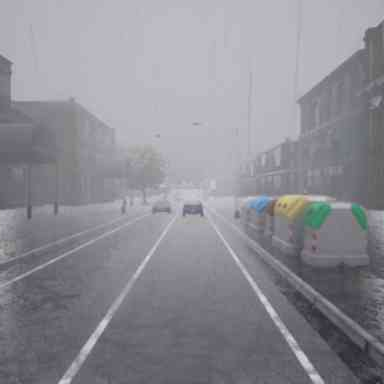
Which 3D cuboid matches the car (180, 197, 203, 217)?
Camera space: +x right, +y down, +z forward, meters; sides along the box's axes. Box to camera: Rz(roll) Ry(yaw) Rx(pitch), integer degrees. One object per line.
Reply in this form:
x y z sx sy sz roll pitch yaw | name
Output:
0.082 1.515 32.254 1.882 1.535 5.008 0 0 0 | car

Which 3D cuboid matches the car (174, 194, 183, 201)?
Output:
-3.047 1.350 76.525 2.097 1.767 4.553 0 0 0 | car

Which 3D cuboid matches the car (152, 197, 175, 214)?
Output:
-3.113 1.545 35.234 1.837 1.490 4.892 0 0 0 | car
